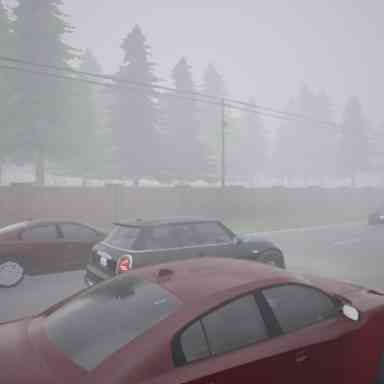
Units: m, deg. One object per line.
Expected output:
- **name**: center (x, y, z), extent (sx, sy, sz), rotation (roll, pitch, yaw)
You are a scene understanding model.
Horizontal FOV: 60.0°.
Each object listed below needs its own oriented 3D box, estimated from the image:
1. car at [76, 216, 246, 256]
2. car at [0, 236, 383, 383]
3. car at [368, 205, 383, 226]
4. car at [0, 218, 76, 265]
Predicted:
- **car**: center (0.050, 1.329, 7.562), extent (4.553, 1.767, 2.097), rotation (0, 0, -35)
- **car**: center (0.432, 1.465, 3.538), extent (5.008, 1.535, 1.882), rotation (0, 0, -35)
- **car**: center (13.023, 1.452, 21.097), extent (4.181, 1.385, 1.994), rotation (0, 0, -35)
- **car**: center (-3.589, 1.462, 9.268), extent (5.008, 1.535, 1.882), rotation (0, 0, -35)
